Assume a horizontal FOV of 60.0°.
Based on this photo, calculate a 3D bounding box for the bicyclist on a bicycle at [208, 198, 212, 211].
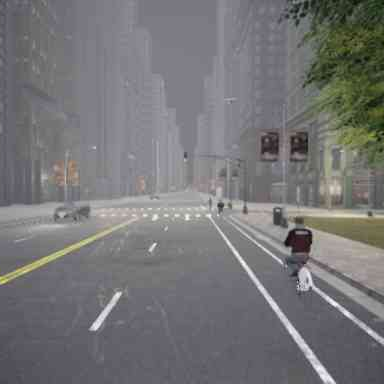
[{"bbox_3d":[2.288,1.561,41.524,0.582,1.620,1.656,0,-1,0],"label":"bicyclist on a bicycle"}]

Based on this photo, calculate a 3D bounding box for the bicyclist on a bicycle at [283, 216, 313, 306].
[{"bbox_3d":[2.246,1.383,7.178,0.659,1.776,1.843,0,0,0],"label":"bicyclist on a bicycle"}]

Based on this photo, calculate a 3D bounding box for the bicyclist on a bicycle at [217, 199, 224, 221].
[{"bbox_3d":[2.267,1.432,26.432,0.659,1.776,1.843,0,0,0],"label":"bicyclist on a bicycle"}]

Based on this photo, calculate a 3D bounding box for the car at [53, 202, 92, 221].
[{"bbox_3d":[-9.766,1.558,27.437,2.128,1.511,4.902,0,0,1],"label":"car"}]

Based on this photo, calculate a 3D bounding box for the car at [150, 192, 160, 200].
[{"bbox_3d":[-9.696,1.032,87.351,2.150,2.045,5.566,0,0,0],"label":"car"}]
